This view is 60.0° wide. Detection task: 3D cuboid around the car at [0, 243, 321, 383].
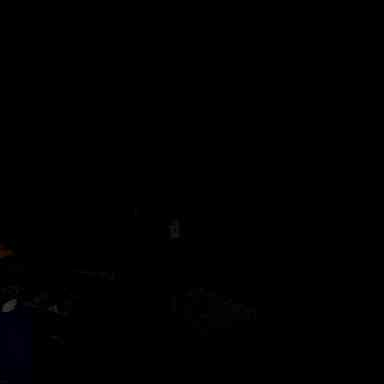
[{"bbox_3d":[-0.970,1.518,3.935,4.674,1.452,2.002,0,0,35],"label":"car"}]
